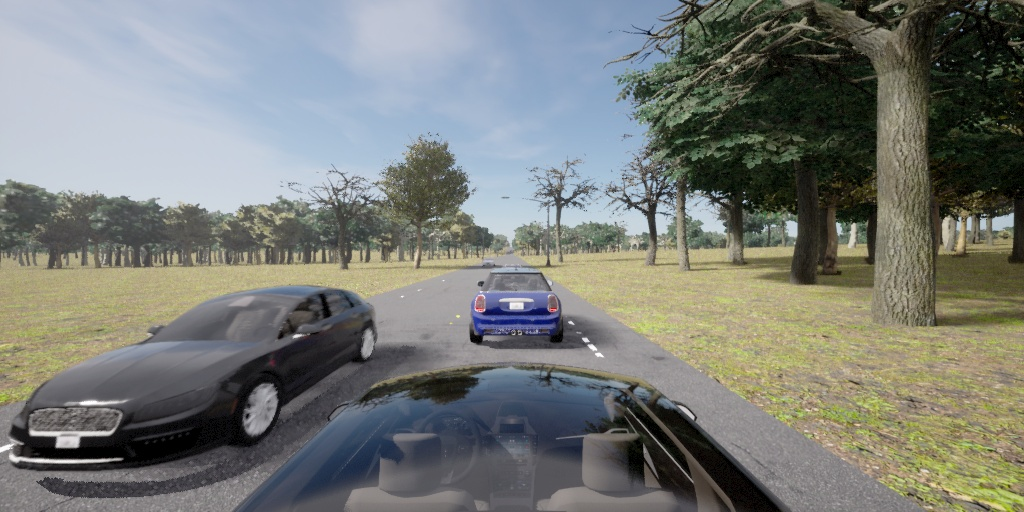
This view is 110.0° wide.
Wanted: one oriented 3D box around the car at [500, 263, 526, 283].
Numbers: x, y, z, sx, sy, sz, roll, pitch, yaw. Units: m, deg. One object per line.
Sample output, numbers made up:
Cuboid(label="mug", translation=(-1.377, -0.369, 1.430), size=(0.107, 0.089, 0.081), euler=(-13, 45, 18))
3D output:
Cuboid(label="car", translation=(0.068, 1.256, 27.922), size=(1.895, 1.301, 4.718), euler=(0, 0, 0))

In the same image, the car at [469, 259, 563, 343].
Cuboid(label="car", translation=(0.088, 1.085, 9.819), size=(2.097, 1.767, 4.553), euler=(0, 0, 0))

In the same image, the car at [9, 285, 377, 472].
Cuboid(label="car", translation=(-3.605, 1.251, 5.335), size=(1.837, 1.490, 4.892), euler=(0, 0, 0))

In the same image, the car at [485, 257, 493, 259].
Cuboid(label="car", translation=(-3.607, 0.957, 56.103), size=(1.812, 1.442, 4.674), euler=(0, 1, 0))
